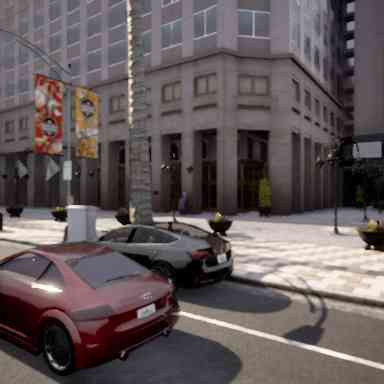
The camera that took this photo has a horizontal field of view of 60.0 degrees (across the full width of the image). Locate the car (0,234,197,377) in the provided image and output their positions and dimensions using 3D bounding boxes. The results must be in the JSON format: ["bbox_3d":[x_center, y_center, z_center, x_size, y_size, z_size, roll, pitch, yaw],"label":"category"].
[{"bbox_3d":[-2.246,1.556,5.598,4.181,1.385,1.994,0,0,35],"label":"car"}]

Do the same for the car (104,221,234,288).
[{"bbox_3d":[-1.255,1.504,8.684,4.786,1.482,2.161,0,0,35],"label":"car"}]
